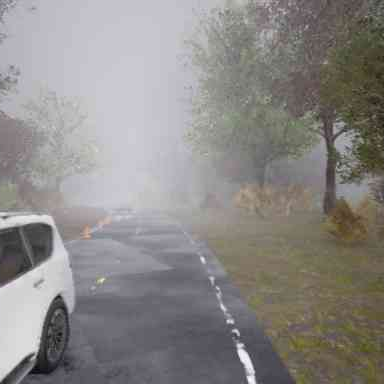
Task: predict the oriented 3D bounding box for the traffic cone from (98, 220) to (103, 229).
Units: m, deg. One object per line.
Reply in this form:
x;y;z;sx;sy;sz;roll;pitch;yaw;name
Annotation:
-6.485;2.296;23.594;0.340;0.580;0.340;0;-1;-7;traffic cone

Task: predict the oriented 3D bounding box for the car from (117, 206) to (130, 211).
-8.875;2.022;43.265;1.994;1.385;4.181;0;-1;-13;car

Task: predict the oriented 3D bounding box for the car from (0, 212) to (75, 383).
-2.765;1.267;2.771;2.150;2.045;5.566;0;-1;-1;car

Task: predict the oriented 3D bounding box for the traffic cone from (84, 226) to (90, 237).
-5.910;2.228;18.698;0.340;0.580;0.340;0;-1;-6;traffic cone
